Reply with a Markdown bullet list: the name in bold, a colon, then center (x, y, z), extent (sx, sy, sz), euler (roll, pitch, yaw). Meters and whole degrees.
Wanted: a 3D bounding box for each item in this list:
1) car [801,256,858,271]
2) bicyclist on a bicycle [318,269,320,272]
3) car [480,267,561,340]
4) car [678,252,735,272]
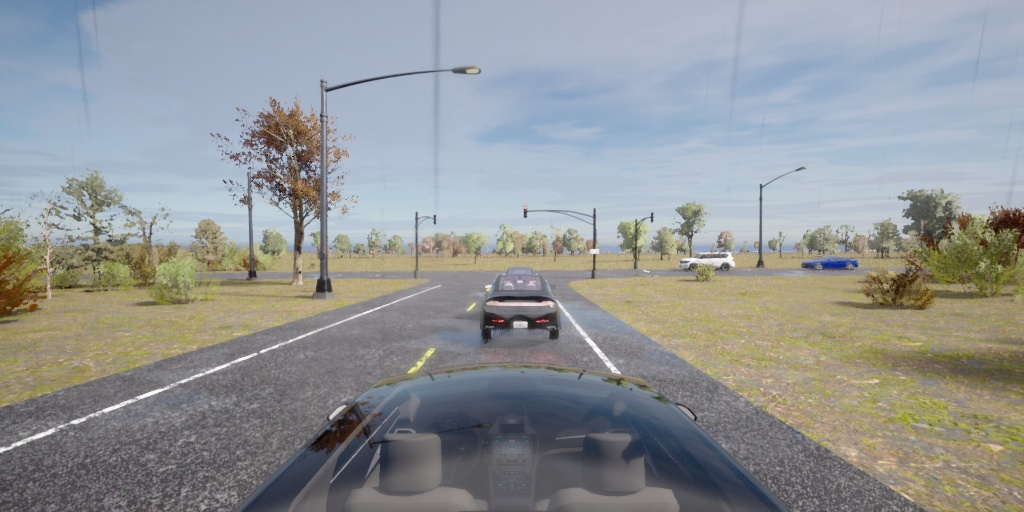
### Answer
- **car**: center (34.178, 0.746, 38.678), extent (5.008, 1.535, 1.882), euler (-1, 1, 5)
- **bicyclist on a bicycle**: center (-25.337, 1.325, 47.877), extent (0.582, 1.620, 1.656), euler (-1, 0, 5)
- **car**: center (0.221, 1.235, 9.976), extent (2.128, 1.511, 4.902), euler (0, 0, 1)
- **car**: center (21.553, 0.628, 39.795), extent (5.566, 2.045, 2.150), euler (-1, 1, 5)
